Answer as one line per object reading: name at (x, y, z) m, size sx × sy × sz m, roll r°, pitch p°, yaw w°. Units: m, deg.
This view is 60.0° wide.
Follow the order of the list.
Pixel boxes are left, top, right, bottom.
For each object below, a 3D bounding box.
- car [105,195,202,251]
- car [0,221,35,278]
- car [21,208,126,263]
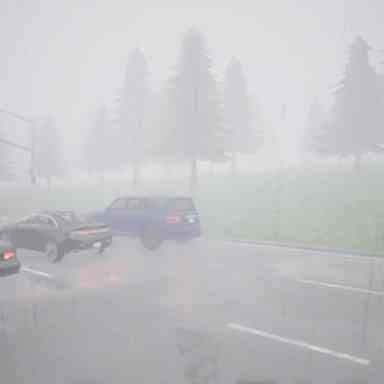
car at (-2.206, 1.139, 14.040) m, size 5.566 × 2.045 × 2.150 m, roll 1°, pitch 0°, yaw 36°
car at (-6.484, 1.463, 8.497) m, size 5.357 × 1.411 × 2.033 m, roll 1°, pitch 0°, yaw 36°
car at (-4.882, 1.402, 11.660) m, size 4.902 × 1.511 × 2.128 m, roll 1°, pitch 0°, yaw 36°
